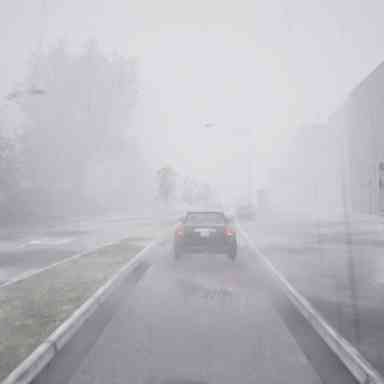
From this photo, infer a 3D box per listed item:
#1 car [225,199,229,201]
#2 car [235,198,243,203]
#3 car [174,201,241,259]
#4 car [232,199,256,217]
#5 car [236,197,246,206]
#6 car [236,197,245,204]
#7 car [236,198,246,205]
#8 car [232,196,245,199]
[{"bbox_3d":[1.963,1.693,29.722,2.128,1.511,4.902,0,-1,6],"label":"car"},{"bbox_3d":[13.289,2.377,94.288,2.163,1.488,4.792,0,-1,6],"label":"car"},{"bbox_3d":[0.533,1.392,12.896,2.097,1.767,4.553,0,0,3],"label":"car"},{"bbox_3d":[5.363,1.726,33.693,2.097,1.535,5.008,0,-1,7],"label":"car"},{"bbox_3d":[10.559,2.006,72.053,2.185,1.767,4.553,0,-1,8],"label":"car"},{"bbox_3d":[12.055,2.115,83.050,2.185,1.767,4.553,1,0,7],"label":"car"},{"bbox_3d":[11.310,2.188,77.572,2.231,1.521,4.892,0,-1,8],"label":"car"},{"bbox_3d":[9.820,1.826,66.618,2.435,2.045,5.566,0,-1,8],"label":"car"}]
